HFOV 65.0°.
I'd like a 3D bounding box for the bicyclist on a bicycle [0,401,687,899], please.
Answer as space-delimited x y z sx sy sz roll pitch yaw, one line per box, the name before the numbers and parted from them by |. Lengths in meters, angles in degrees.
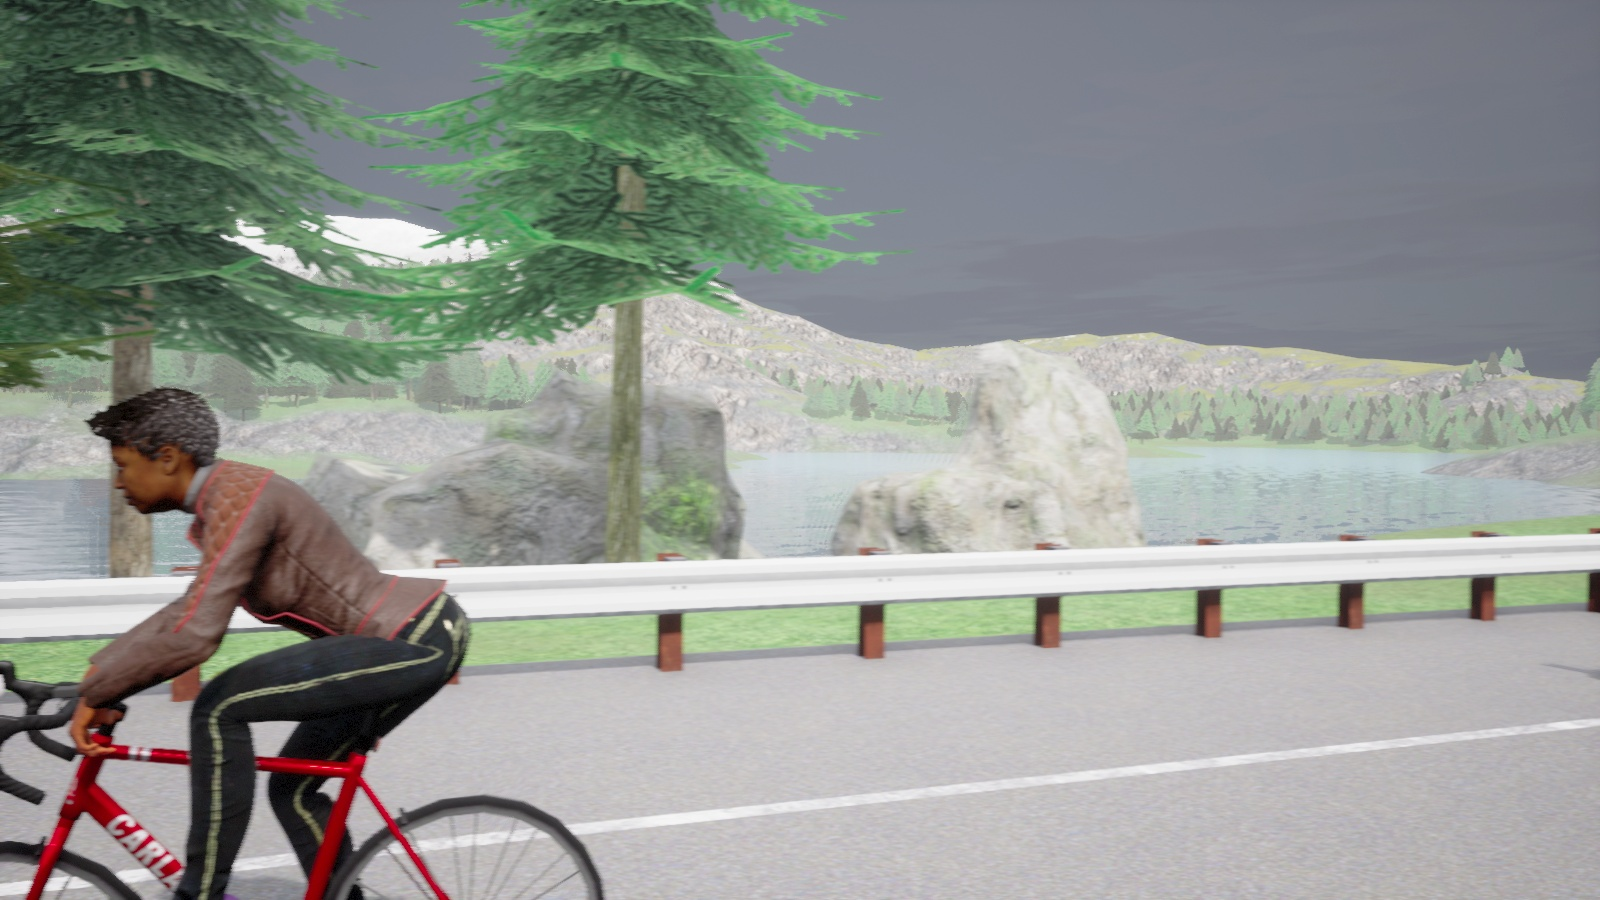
bicyclist on a bicycle | -1.138 0.716 2.808 1.656 1.620 0.582 -1 1 -21
